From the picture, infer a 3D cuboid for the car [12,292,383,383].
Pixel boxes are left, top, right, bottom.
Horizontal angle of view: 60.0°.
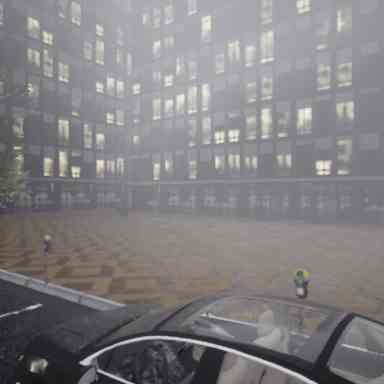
[{"bbox_3d":[0.280,1.547,2.641,4.403,1.369,2.008,0,0,35],"label":"car"}]
